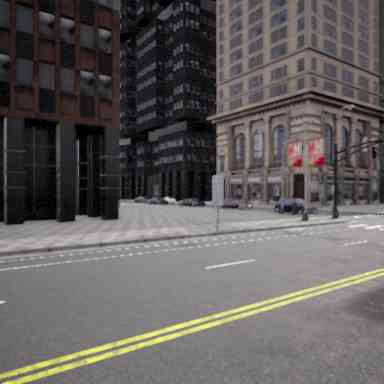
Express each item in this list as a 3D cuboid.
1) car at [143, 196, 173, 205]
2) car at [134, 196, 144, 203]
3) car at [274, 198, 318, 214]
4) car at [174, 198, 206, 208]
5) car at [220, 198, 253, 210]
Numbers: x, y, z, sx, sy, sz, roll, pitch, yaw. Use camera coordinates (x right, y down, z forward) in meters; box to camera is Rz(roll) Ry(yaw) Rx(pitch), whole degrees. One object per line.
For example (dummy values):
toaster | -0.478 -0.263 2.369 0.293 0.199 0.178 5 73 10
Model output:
car | -6.133 1.638 59.272 2.033 1.411 5.357 0 0 -35
car | -10.706 1.628 71.044 2.128 1.511 4.902 0 0 -35
car | 10.939 1.407 35.028 2.097 1.767 4.553 0 0 -35
car | -0.025 1.624 50.562 2.033 1.411 5.357 0 0 -35
car | 5.664 1.556 42.495 2.128 1.511 4.902 0 0 -35
